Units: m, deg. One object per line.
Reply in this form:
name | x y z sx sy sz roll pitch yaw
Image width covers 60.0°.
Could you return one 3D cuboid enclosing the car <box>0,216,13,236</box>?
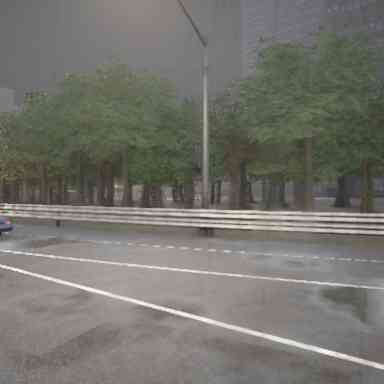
car | -11.513 1.564 17.123 5.357 1.411 2.033 0 0 30
